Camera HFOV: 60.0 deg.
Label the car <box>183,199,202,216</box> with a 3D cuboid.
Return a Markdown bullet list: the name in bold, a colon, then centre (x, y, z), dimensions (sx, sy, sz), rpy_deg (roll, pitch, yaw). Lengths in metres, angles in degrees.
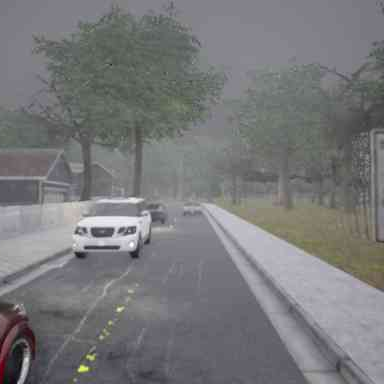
- **car**: centre (0.042, 1.713, 34.674), dimensions (1.895, 1.301, 4.718), rpy_deg (0, 0, 0)

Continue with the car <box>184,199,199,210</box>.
- **car**: centre (0.003, 1.726, 46.577), dimensions (1.994, 1.385, 4.181), rpy_deg (0, 0, 1)

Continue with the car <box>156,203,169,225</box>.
- **car**: centre (-2.844, 1.552, 25.254), dimensions (1.882, 1.535, 5.008), rpy_deg (0, 0, 0)

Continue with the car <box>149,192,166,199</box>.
- **car**: centre (-8.169, 1.082, 77.097), dimensions (2.150, 2.045, 5.566), rpy_deg (1, -1, -37)

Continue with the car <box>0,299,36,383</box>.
- **car**: centre (-2.854, 1.568, 2.271), dimensions (1.994, 1.385, 4.181), rpy_deg (0, 0, 0)

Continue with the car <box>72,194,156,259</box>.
- **car**: centre (-2.862, 1.252, 13.142), dimensions (2.150, 2.045, 5.566), rpy_deg (0, 0, -1)
